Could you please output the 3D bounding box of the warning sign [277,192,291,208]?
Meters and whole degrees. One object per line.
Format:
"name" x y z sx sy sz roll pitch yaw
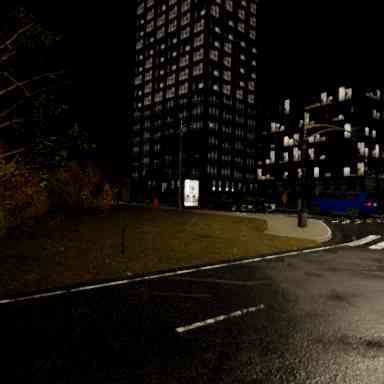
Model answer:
"warning sign" 10.967 0.983 39.522 1.300 1.860 1.060 2 -1 -40

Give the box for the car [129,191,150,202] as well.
"car" -8.685 0.672 48.038 2.128 1.511 4.902 3 -1 -41

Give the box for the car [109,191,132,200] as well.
"car" -13.630 0.638 63.405 2.128 1.511 4.902 3 -1 -43

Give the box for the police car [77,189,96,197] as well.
"police car" -24.177 0.305 76.000 1.930 1.638 5.238 3 -1 -44

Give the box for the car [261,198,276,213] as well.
"car" 5.614 1.075 31.117 2.128 1.511 4.902 3 -1 -39

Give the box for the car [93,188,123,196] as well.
"car" -11.811 0.268 46.703 2.150 2.045 5.566 3 -1 -41

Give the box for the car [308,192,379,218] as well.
"car" 12.578 1.052 27.895 2.150 2.045 5.566 3 -1 -37

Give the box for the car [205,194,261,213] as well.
"car" 3.206 0.975 28.929 1.837 1.490 4.892 3 -1 -39

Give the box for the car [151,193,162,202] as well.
"car" -6.879 0.895 55.991 1.994 1.385 4.181 3 -1 -41
